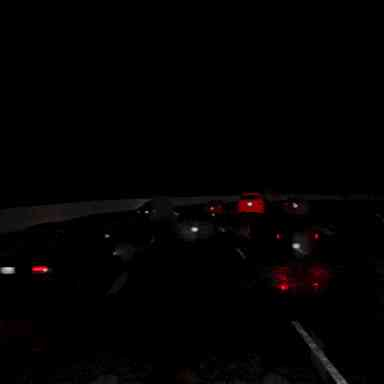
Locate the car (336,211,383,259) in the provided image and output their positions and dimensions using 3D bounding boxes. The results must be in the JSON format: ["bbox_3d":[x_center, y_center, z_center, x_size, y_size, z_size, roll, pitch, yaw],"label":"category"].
[{"bbox_3d":[7.089,1.432,12.368,2.128,1.511,4.902,0,0,0],"label":"car"}]

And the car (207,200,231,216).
[{"bbox_3d":[2.322,1.414,30.825,1.994,1.385,4.181,0,0,16],"label":"car"}]

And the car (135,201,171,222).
[{"bbox_3d":[-2.783,1.424,25.398,2.033,1.411,5.357,0,0,8],"label":"car"}]

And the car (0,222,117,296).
[{"bbox_3d":[-3.422,1.503,8.709,2.033,1.411,5.357,0,0,0],"label":"car"}]

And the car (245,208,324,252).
[{"bbox_3d":[3.603,1.534,13.599,1.895,1.301,4.718,0,0,1],"label":"car"}]

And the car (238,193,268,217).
[{"bbox_3d":[5.414,1.078,29.465,2.150,2.045,5.566,0,0,16],"label":"car"}]

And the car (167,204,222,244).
[{"bbox_3d":[0.150,1.488,15.492,1.994,1.385,4.181,0,0,1],"label":"car"}]

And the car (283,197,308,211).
[{"bbox_3d":[9.336,1.206,29.983,2.097,1.767,4.553,0,0,17],"label":"car"}]
